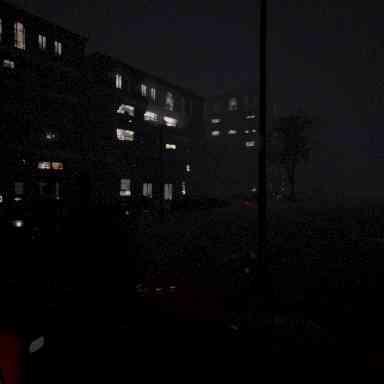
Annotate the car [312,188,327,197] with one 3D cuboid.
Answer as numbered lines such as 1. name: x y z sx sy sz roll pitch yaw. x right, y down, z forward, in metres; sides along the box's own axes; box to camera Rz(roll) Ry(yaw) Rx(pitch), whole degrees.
1. car: 29.070 0.009 75.595 2.150 2.045 5.566 1 1 35

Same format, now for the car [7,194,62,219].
1. car: -11.906 1.206 26.373 1.882 1.535 5.008 1 1 35

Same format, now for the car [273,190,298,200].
1. car: 15.711 0.675 55.877 1.752 1.417 4.829 2 2 35

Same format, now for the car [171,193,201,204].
1. car: -0.811 0.910 46.817 1.947 1.339 4.313 2 2 35

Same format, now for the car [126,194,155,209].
1. car: -5.976 1.043 34.882 1.882 1.535 5.008 1 1 34

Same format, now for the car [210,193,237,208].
1. car: 2.883 1.051 37.457 2.008 1.369 4.403 2 2 35

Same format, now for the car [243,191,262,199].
1. car: 11.822 0.526 64.956 1.752 1.417 4.829 2 2 35

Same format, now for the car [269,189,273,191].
1. car: 15.654 0.424 60.361 2.097 1.767 4.553 1 1 36

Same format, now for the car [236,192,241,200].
1. car: 8.737 0.650 60.527 1.947 1.339 4.313 2 2 35

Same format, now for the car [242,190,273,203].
1. car: 9.248 0.876 46.598 2.008 1.369 4.403 2 2 35

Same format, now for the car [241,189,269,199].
1. car: 10.072 0.729 52.332 1.837 1.490 4.892 1 1 35

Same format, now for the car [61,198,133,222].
1. car: -6.664 1.329 23.749 1.947 1.339 4.313 2 2 35

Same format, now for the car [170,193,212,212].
1. car: -0.300 1.132 32.887 1.887 1.381 4.507 2 2 35

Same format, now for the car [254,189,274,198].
1. car: 15.105 0.227 69.661 2.192 1.841 5.009 2 2 35

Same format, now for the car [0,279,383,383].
1. car: -0.316 1.544 3.096 4.507 1.381 1.887 0 0 36

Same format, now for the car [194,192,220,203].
1. car: 2.372 0.808 51.387 2.008 1.369 4.403 2 2 35

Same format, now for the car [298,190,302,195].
1. car: 27.831 0.114 87.947 1.887 1.381 4.507 2 2 35

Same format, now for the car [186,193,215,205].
1. car: 1.202 0.932 45.154 1.994 1.385 4.181 1 1 36
